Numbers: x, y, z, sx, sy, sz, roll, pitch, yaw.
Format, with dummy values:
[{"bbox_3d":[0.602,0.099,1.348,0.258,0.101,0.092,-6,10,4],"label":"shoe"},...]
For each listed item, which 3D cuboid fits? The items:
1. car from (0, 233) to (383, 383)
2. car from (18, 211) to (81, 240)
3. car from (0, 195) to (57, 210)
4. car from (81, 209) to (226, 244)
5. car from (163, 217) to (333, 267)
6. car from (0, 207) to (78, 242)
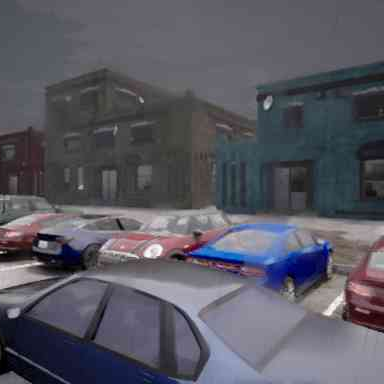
[{"bbox_3d":[-0.566,1.532,3.782,5.357,1.411,2.033,0,0,36],"label":"car"},{"bbox_3d":[-2.661,1.464,10.893,2.163,1.488,4.792,0,0,36],"label":"car"},{"bbox_3d":[-7.148,1.158,14.095,2.435,2.045,5.566,0,0,36],"label":"car"},{"bbox_3d":[-0.415,1.323,9.292,2.185,1.767,4.553,0,0,36],"label":"car"},{"bbox_3d":[1.808,1.462,7.660,2.097,1.535,5.008,0,0,36],"label":"car"},{"bbox_3d":[-4.923,1.461,12.468,2.002,1.452,4.674,0,0,36],"label":"car"}]
